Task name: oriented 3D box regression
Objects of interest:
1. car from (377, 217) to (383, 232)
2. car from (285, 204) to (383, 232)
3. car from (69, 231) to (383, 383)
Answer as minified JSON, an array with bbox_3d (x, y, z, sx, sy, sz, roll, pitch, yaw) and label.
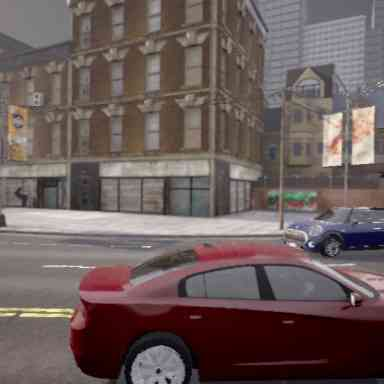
[{"bbox_3d":[8.006,1.571,9.626,4.674,1.442,1.812,1,1,-18],"label":"car"},{"bbox_3d":[5.777,1.346,12.615,4.553,1.767,2.097,1,0,-17],"label":"car"},{"bbox_3d":[1.015,1.457,4.469,5.008,1.535,1.882,1,1,-4],"label":"car"}]
